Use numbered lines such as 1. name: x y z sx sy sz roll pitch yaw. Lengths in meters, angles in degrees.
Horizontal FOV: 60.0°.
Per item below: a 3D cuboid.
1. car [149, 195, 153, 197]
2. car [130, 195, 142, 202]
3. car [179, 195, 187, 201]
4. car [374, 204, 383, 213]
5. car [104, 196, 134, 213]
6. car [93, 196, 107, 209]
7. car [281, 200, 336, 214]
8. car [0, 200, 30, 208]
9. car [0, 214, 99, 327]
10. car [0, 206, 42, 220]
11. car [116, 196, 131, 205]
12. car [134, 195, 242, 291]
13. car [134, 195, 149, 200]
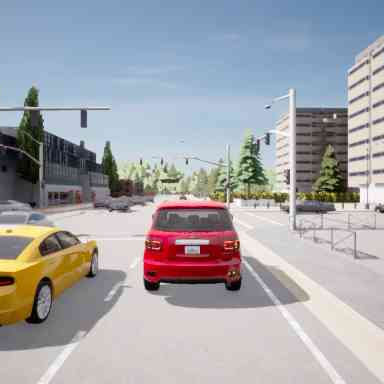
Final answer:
1. car: -8.848 1.504 68.758 1.837 1.490 4.892 0 0 -2
2. car: -12.521 1.524 74.944 2.128 1.511 4.902 0 0 -2
3. car: -2.357 1.524 87.236 1.812 1.442 4.674 0 0 -2
4. car: 22.158 1.547 34.934 5.357 1.411 2.033 0 0 -2
5. car: -8.002 1.505 37.014 1.837 1.490 4.892 0 0 -2
6. car: -11.799 1.352 44.879 2.097 1.767 4.553 0 0 -1
7. car: 12.075 1.547 34.627 5.357 1.411 2.033 0 0 -2
8. car: -18.462 1.526 32.780 4.674 1.442 1.812 0 1 -8
9. car: -3.480 1.478 7.167 1.882 1.535 5.008 0 0 0
10. car: -7.253 1.526 13.794 1.812 1.442 4.674 0 0 -1
11. car: -12.161 1.505 59.456 1.837 1.490 4.892 0 0 -1
12. car: 0.014 1.221 9.156 2.150 2.045 5.566 0 0 0
13. car: -8.496 1.505 52.790 1.837 1.490 4.892 0 0 -1
